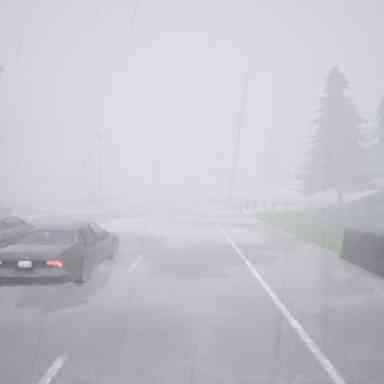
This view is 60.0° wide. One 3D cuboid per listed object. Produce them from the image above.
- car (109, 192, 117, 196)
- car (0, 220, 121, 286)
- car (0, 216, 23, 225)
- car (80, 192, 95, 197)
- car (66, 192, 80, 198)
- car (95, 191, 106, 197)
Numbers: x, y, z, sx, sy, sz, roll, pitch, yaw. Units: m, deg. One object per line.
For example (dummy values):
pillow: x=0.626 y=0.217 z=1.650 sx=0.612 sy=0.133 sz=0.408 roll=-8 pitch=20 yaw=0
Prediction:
car: x=-21.951 y=1.013 z=92.659 sx=1.895 sy=1.301 sz=4.718 roll=0 pitch=0 yaw=-3
car: x=-3.459 y=1.532 z=9.415 sx=2.033 sy=1.411 sz=5.357 roll=0 pitch=0 yaw=0
car: x=-6.949 y=1.539 z=11.995 sx=1.994 sy=1.385 sz=4.181 roll=0 pitch=0 yaw=0
car: x=-28.778 y=0.960 z=90.296 sx=2.128 sy=1.511 sz=4.902 roll=0 pitch=0 yaw=-3
car: x=-32.170 y=0.969 z=88.932 sx=1.812 sy=1.442 sz=4.674 roll=0 pitch=0 yaw=-3
car: x=-25.377 y=0.651 z=91.484 sx=2.150 sy=2.045 sz=5.566 roll=0 pitch=0 yaw=-3
